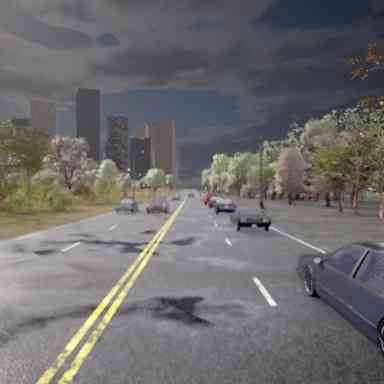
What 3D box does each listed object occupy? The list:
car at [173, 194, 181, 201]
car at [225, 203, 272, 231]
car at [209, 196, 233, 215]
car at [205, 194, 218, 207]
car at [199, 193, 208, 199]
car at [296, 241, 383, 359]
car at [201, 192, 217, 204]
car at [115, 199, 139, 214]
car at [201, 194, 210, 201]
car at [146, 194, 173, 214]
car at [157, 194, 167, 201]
[{"bbox_3d":[-3.409,1.214,75.110,1.994,1.385,4.181,0,0,0],"label":"car"},{"bbox_3d":[3.343,1.549,20.061,1.895,1.301,4.718,0,0,0],"label":"car"},{"bbox_3d":[3.232,1.418,33.363,2.163,1.488,4.792,0,0,0],"label":"car"},{"bbox_3d":[3.213,1.380,44.381,2.163,1.488,4.792,0,0,0],"label":"car"},{"bbox_3d":[3.041,1.162,88.395,2.163,1.488,4.792,0,0,0],"label":"car"},{"bbox_3d":[3.346,1.534,5.393,2.033,1.411,5.357,0,0,0],"label":"car"},{"bbox_3d":[3.171,1.050,55.382,2.150,2.045,5.566,0,0,0],"label":"car"},{"bbox_3d":[-6.616,1.442,34.232,1.812,1.442,4.674,0,0,0],"label":"car"},{"bbox_3d":[3.083,1.197,77.362,1.882,1.535,5.008,0,0,0],"label":"car"},{"bbox_3d":[-3.365,1.271,33.524,2.097,1.767,4.553,0,0,0],"label":"car"},{"bbox_3d":[-6.659,1.185,75.097,1.812,1.442,4.674,0,0,0],"label":"car"}]
